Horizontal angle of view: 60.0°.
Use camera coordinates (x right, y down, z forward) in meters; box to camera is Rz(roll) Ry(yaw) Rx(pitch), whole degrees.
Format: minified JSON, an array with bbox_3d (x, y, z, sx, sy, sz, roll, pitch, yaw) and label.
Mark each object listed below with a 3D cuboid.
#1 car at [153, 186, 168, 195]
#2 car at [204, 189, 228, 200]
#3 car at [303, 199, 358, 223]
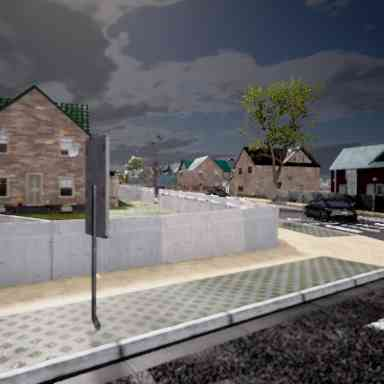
[{"bbox_3d":[-5.474,-0.294,57.426,1.882,1.535,5.008,0,2,-19],"label":"car"},{"bbox_3d":[2.881,0.353,41.870,1.837,1.490,4.892,1,1,-19],"label":"car"},{"bbox_3d":[8.748,1.135,21.320,1.994,1.385,4.181,0,2,-4],"label":"car"}]
